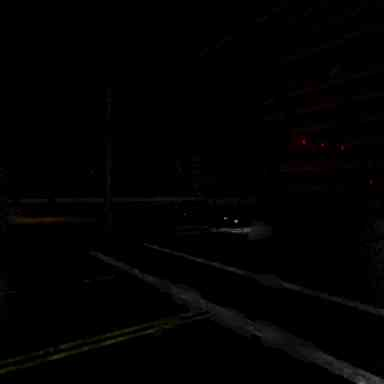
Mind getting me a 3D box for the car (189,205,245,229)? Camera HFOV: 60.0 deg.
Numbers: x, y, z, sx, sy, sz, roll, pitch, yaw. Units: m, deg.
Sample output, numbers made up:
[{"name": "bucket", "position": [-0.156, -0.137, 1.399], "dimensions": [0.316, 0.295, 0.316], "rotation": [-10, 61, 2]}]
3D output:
[{"name": "car", "position": [1.565, 1.598, 22.039], "dimensions": [1.994, 1.385, 4.181], "rotation": [0, 0, -35]}]
